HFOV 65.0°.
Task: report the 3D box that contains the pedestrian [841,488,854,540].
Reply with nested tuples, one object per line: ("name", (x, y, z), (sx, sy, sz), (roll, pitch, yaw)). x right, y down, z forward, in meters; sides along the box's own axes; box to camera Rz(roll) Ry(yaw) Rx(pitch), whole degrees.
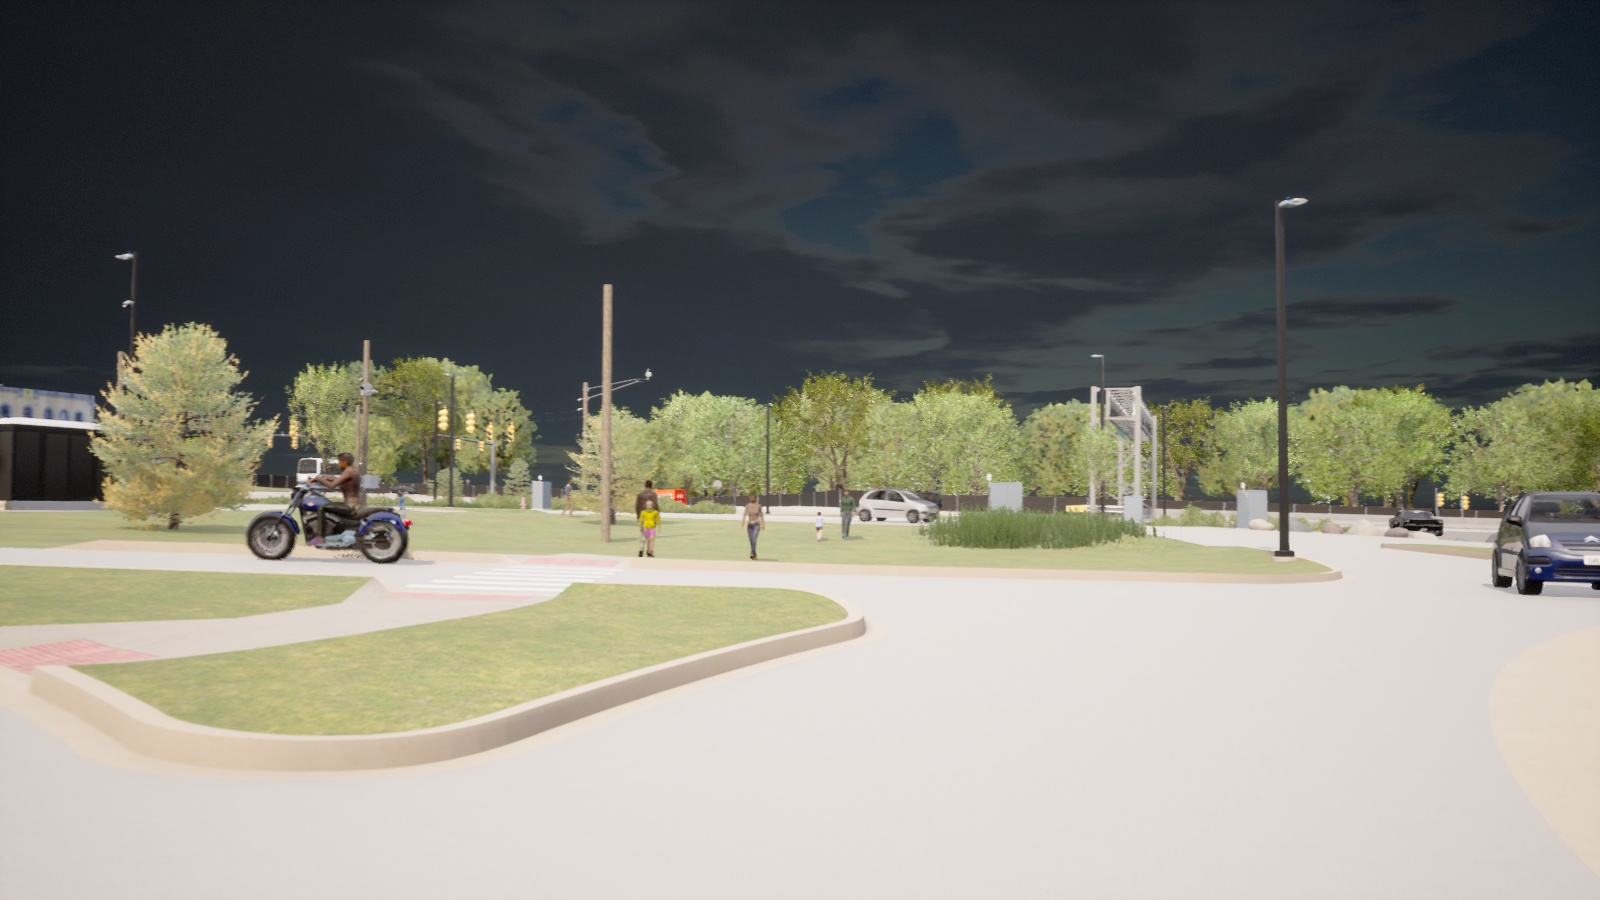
("pedestrian", (1.687, 2.266, 44.700), (0.353, 1.847, 0.614), (-1, -3, 9))

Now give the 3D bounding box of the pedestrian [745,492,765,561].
("pedestrian", (-1.193, 2.008, 33.133), (0.328, 1.805, 0.869), (-1, -3, 11))

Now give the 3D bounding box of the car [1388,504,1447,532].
("car", (31.086, 3.435, 63.310), (1.895, 1.301, 4.718), (1, -3, 16))

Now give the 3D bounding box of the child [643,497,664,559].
("child", (-2.774, 1.479, 23.756), (0.299, 1.160, 0.473), (-1, -3, 6))

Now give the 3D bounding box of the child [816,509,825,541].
("child", (0.712, 2.632, 44.049), (0.255, 1.110, 0.394), (-1, -3, 10))

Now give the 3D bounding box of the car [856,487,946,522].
("car", (4.882, 2.627, 60.797), (3.988, 1.617, 1.851), (-1, -2, 35))

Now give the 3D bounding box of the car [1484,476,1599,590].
("car", (12.076, 1.299, 19.716), (1.851, 1.617, 3.988), (-1, -4, 22))

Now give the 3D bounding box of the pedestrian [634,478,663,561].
("pedestrian", (-3.407, 1.555, 28.279), (0.431, 1.840, 0.703), (-1, -3, 11))

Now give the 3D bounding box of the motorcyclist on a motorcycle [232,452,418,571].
("motorcyclist on a motorcycle", (-6.866, 0.889, 18.230), (2.350, 1.649, 0.766), (1, -2, 0))
